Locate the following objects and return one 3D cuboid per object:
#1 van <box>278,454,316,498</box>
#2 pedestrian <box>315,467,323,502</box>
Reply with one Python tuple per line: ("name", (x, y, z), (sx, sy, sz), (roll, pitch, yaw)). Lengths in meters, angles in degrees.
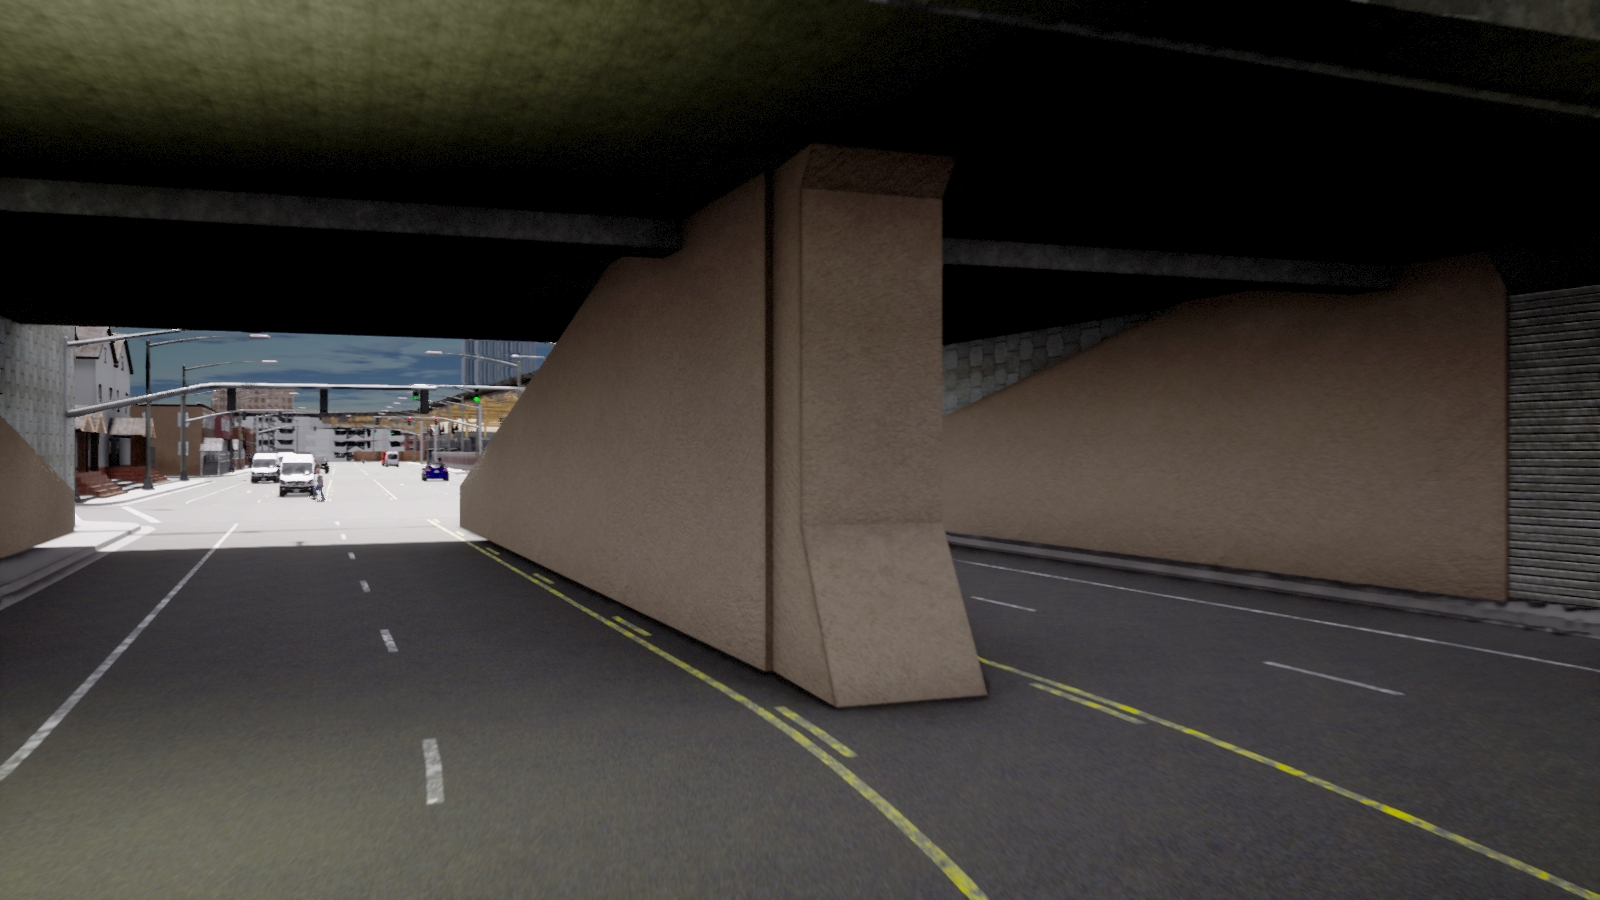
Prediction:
("van", (-31.067, 1.547, 70.720), (1.988, 2.561, 5.915), (0, 0, -22))
("pedestrian", (-26.125, 1.878, 62.018), (0.375, 1.860, 0.375), (0, 0, -29))
